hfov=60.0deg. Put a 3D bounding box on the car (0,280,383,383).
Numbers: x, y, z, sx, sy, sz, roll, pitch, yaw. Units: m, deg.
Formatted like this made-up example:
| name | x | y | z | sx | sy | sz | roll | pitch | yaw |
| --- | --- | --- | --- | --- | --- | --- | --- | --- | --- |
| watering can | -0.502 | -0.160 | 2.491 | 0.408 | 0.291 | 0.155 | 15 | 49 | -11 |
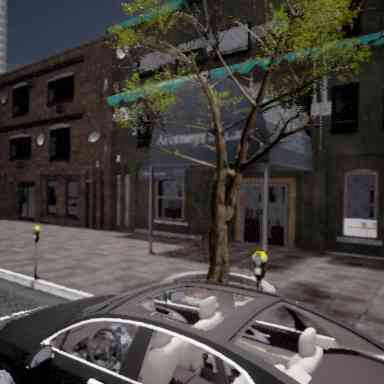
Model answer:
| name | x | y | z | sx | sy | sz | roll | pitch | yaw |
| --- | --- | --- | --- | --- | --- | --- | --- | --- | --- |
| car | -0.186 | 1.543 | 2.997 | 4.403 | 1.369 | 2.008 | 0 | 1 | 36 |
